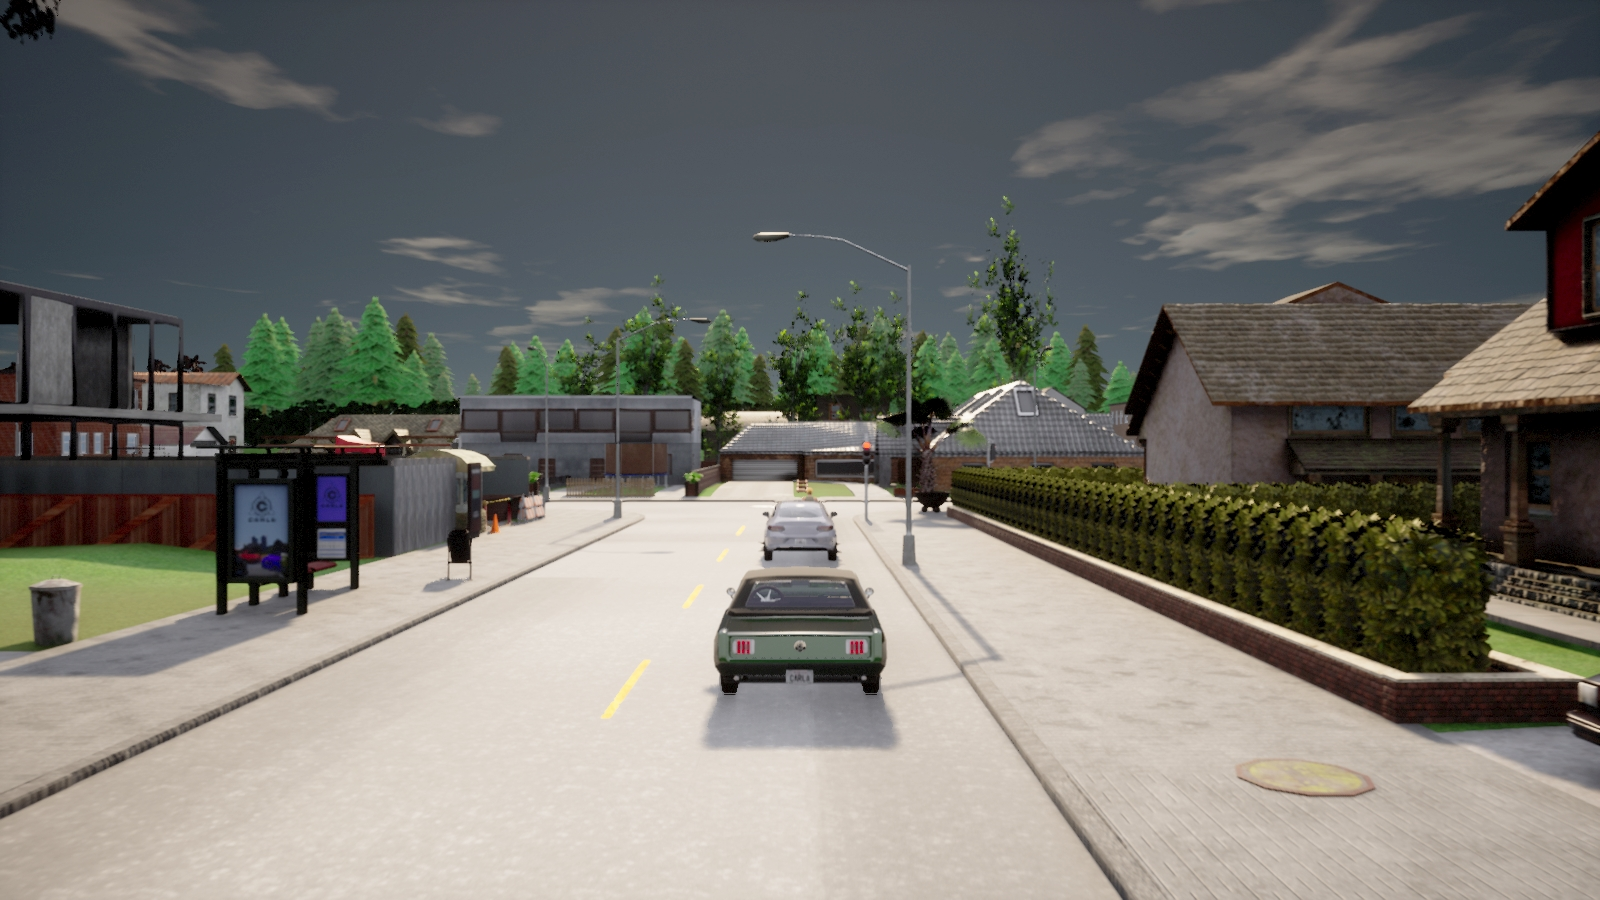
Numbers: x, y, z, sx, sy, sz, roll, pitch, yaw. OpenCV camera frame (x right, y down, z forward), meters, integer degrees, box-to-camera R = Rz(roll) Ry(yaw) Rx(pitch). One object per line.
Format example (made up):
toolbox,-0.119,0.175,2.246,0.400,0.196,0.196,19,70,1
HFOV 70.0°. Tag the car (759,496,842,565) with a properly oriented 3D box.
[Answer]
car,0.002,2.017,29.613,2.002,1.442,4.674,0,0,0

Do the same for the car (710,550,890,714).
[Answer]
car,0.002,2.122,14.350,1.895,1.301,4.718,0,0,0

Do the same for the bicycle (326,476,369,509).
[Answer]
bicycle,-20.690,1.950,52.277,1.835,1.471,0.329,0,0,-2
